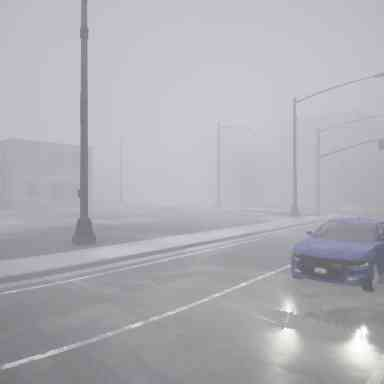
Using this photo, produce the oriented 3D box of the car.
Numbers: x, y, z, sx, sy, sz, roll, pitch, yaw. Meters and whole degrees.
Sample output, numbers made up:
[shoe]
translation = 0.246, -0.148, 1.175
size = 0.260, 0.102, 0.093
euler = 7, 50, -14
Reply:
[car]
translation = 4.475, 1.477, 9.316
size = 1.882, 1.535, 5.008
euler = 0, 0, 40
